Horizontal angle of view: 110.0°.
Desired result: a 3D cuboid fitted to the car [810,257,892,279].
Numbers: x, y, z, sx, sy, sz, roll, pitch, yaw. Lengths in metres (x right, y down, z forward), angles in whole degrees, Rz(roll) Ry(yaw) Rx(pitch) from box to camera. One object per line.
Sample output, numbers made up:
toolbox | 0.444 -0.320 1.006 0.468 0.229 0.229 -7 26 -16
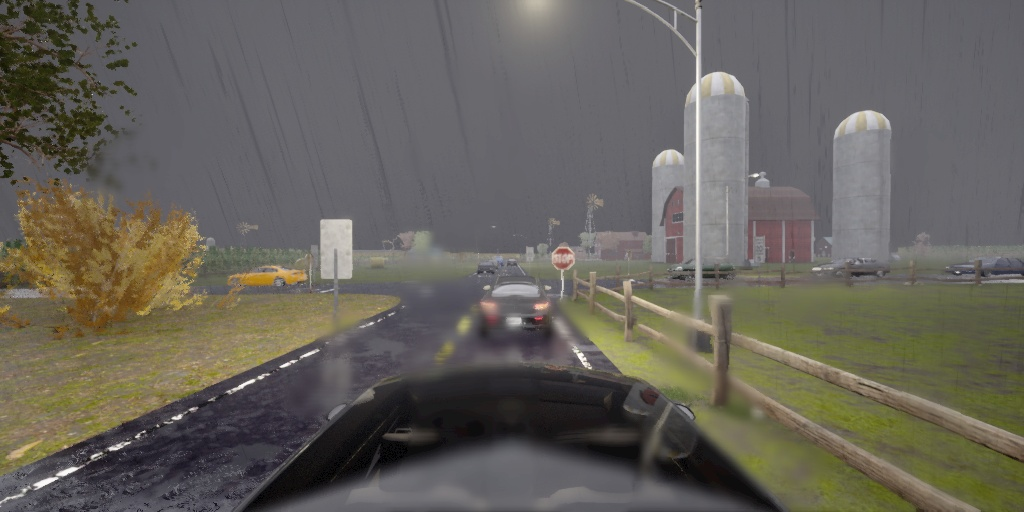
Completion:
car | 24.447 0.847 25.925 4.902 1.511 2.128 -1 1 0

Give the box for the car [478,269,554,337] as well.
car | 0.146 1.274 10.141 1.812 1.442 4.674 0 0 2

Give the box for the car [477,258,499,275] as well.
car | -2.844 1.305 40.460 2.033 1.411 5.357 0 0 0

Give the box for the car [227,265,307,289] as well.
car | -17.442 1.442 25.587 5.008 1.535 1.882 -1 1 0

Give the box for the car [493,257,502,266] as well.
car | -2.824 1.269 51.979 1.837 1.490 4.892 0 1 1

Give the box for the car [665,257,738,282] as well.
car | 13.525 0.863 25.845 4.553 1.767 2.097 -1 1 -1

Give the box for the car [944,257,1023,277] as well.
car | 34.874 0.756 25.991 5.357 1.411 2.033 -1 1 -1
